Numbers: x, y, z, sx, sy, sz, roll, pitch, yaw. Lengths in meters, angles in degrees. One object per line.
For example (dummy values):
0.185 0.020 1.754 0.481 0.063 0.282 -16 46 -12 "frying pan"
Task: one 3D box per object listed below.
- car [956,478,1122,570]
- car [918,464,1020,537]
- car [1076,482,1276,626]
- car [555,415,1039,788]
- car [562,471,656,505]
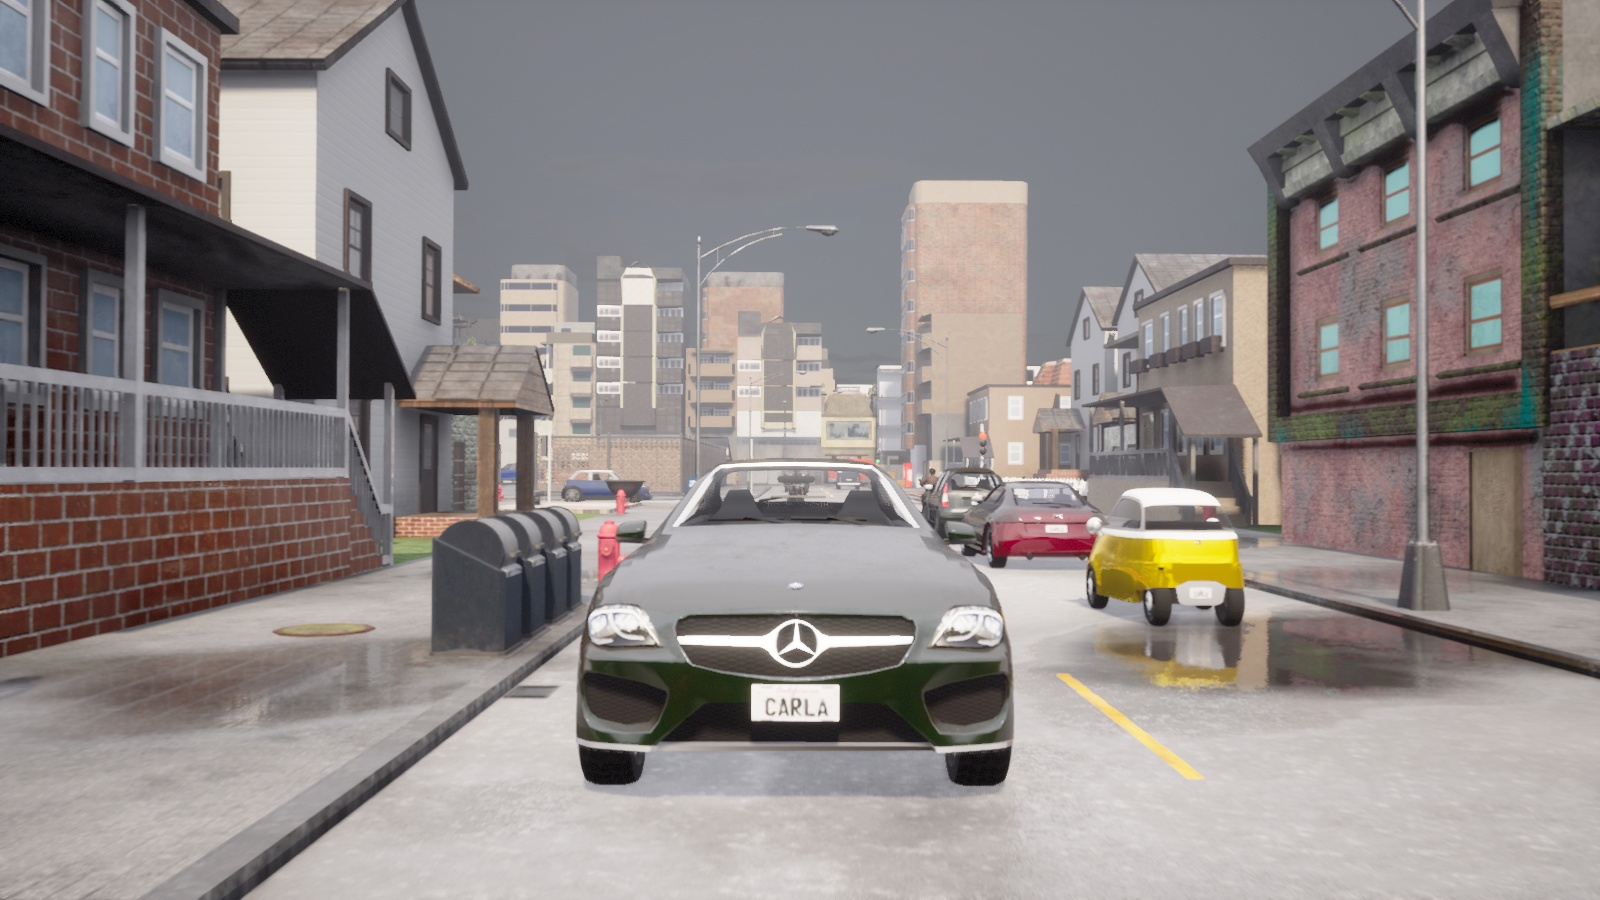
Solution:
3.952 1.187 21.493 1.994 1.385 4.181 0 -1 -1 "car"
3.926 1.147 29.770 1.851 1.617 3.988 0 -1 0 "car"
3.966 1.057 13.535 1.481 1.376 2.207 0 -1 0 "car"
-0.022 0.715 8.116 2.152 1.651 5.027 0 -1 0 "car"
-8.343 1.649 55.114 3.806 1.475 1.970 0 -1 0 "car"
